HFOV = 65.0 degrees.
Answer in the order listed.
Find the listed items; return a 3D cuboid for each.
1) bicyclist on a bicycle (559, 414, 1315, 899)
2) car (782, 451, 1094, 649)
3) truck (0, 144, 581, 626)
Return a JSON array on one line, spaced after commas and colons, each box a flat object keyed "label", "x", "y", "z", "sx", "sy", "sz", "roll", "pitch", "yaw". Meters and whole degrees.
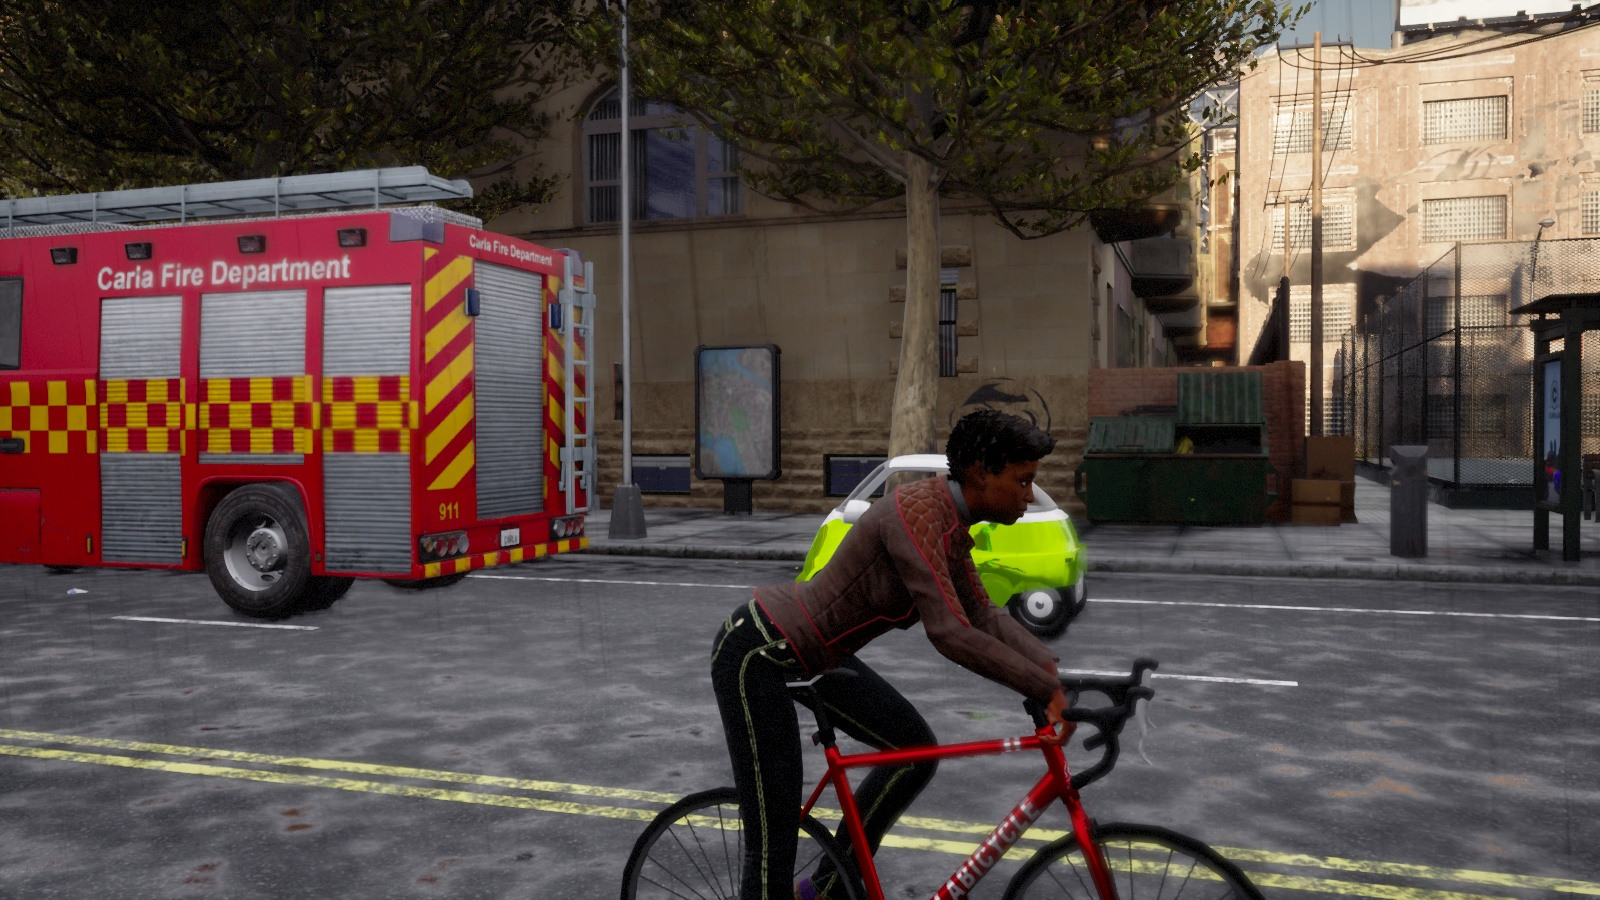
[{"label": "bicyclist on a bicycle", "x": 0.305, "y": 0.732, "z": 3.021, "sx": 1.656, "sy": 1.620, "sz": 0.582, "roll": 1, "pitch": 1, "yaw": 17}, {"label": "car", "x": 1.153, "y": 0.724, "z": 10.141, "sx": 2.207, "sy": 1.376, "sz": 1.481, "roll": 1, "pitch": 1, "yaw": 19}, {"label": "truck", "x": -6.695, "y": -0.565, "z": 12.681, "sx": 8.468, "sy": 3.827, "sz": 2.891, "roll": 1, "pitch": 1, "yaw": 19}]
